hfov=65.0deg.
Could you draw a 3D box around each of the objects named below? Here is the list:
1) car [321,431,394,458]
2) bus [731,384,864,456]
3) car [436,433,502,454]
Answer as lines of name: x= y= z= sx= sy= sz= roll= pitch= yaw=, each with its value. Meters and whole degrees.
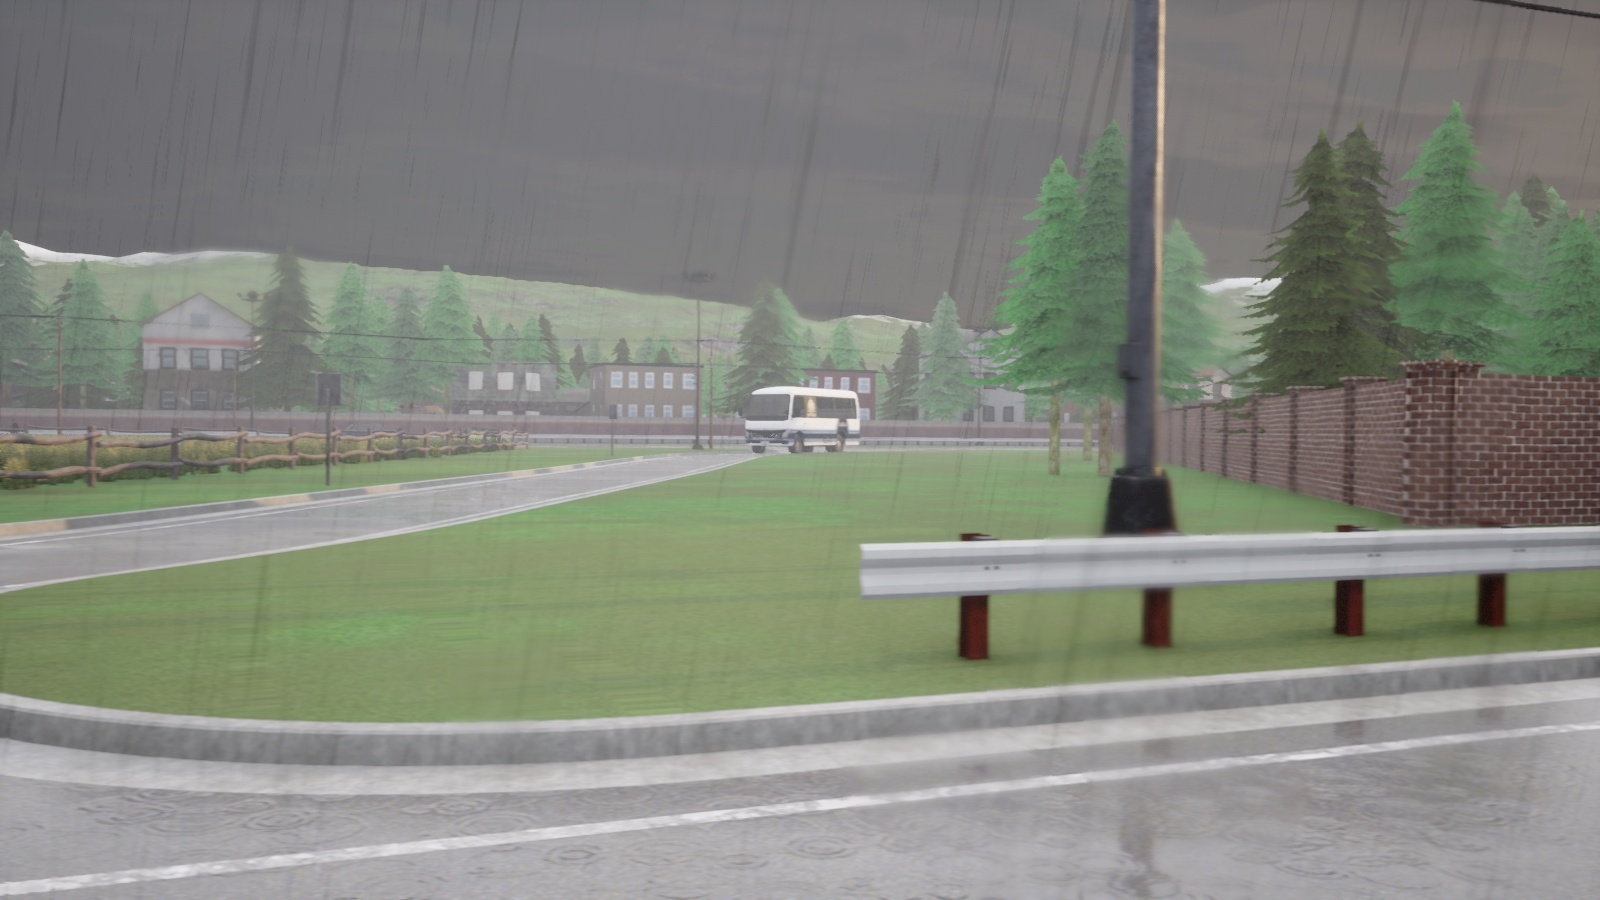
car: x=-29.531 y=-0.388 z=83.824 sx=4.553 sy=1.767 sz=2.097 roll=-1 pitch=1 yaw=-21
bus: x=0.036 y=-1.889 z=80.500 sx=3.944 sy=4.253 sz=10.273 roll=0 pitch=1 yaw=29
car: x=-24.547 y=-0.506 z=93.165 sx=4.514 sy=1.525 sz=2.007 roll=-1 pitch=1 yaw=-21
